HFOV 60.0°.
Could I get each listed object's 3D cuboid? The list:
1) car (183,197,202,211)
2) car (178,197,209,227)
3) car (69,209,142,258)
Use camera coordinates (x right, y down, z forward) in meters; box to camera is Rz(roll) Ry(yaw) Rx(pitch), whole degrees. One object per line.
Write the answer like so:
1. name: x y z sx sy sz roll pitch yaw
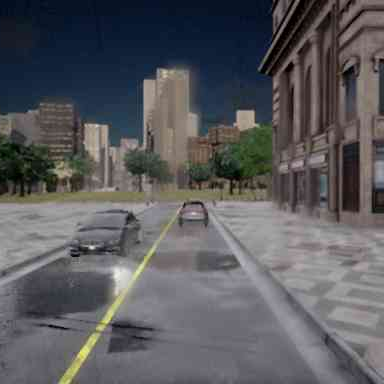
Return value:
1. car: 0.101 1.366 40.094 2.128 1.511 4.902 0 0 0
2. car: 0.100 1.370 22.540 2.033 1.649 4.856 0 0 0
3. car: -3.098 1.475 12.726 1.837 1.490 4.892 0 0 0
